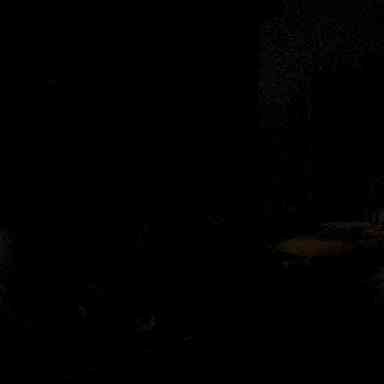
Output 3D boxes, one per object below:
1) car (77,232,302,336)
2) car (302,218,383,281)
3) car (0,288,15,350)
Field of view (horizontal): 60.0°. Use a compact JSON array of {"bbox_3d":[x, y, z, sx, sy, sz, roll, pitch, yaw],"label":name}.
[{"bbox_3d":[-0.014,1.544,6.655,4.313,1.339,1.947,0,0,-36],"label":"car"},{"bbox_3d":[4.261,1.474,9.733,4.829,1.417,1.752,0,0,-36],"label":"car"},{"bbox_3d":[-4.565,1.536,3.379,4.829,1.417,1.752,0,0,-36],"label":"car"}]
